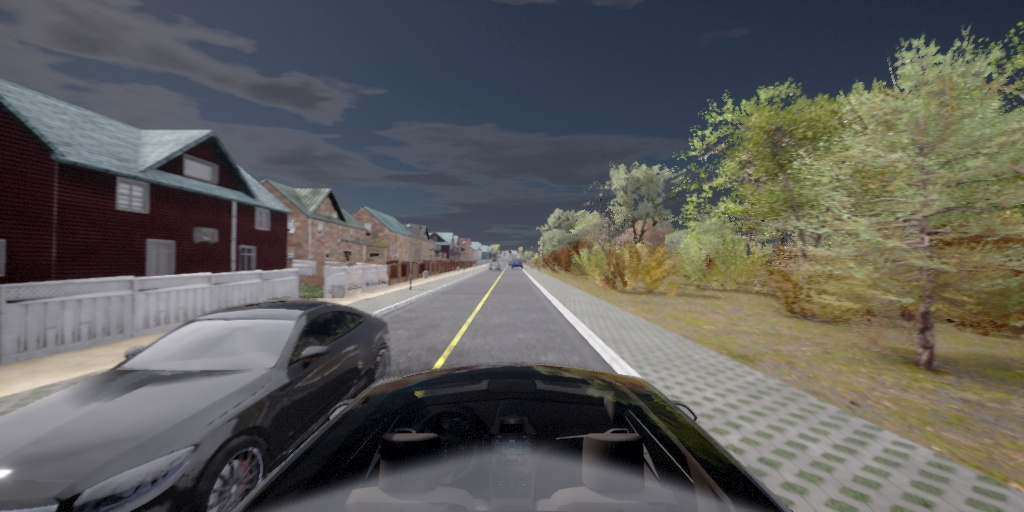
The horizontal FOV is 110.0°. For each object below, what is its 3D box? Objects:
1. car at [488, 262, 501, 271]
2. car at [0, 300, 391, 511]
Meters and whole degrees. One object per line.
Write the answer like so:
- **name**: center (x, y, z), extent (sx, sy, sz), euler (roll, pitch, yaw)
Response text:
- **car**: center (-2.760, 1.719, 58.020), extent (2.128, 1.511, 4.902), euler (0, 0, 1)
- **car**: center (-2.847, 1.296, 4.104), extent (1.812, 1.442, 4.674), euler (0, 0, 0)
